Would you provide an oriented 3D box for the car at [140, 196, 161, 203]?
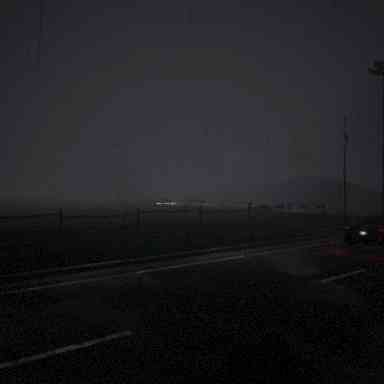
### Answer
[{"bbox_3d":[-8.680,1.596,66.294,1.994,1.385,4.181,0,0,-36],"label":"car"}]

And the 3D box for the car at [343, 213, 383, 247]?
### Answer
[{"bbox_3d":[8.269,1.569,14.066,4.181,1.385,1.994,0,0,-35],"label":"car"}]

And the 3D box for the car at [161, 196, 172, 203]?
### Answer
[{"bbox_3d":[-5.854,1.596,68.359,1.994,1.385,4.181,0,0,-36],"label":"car"}]

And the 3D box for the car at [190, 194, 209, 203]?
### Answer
[{"bbox_3d":[1.544,1.306,70.099,2.097,1.767,4.553,0,0,-36],"label":"car"}]
